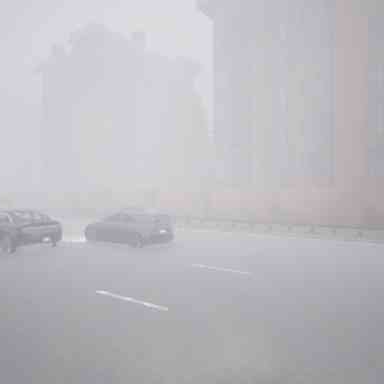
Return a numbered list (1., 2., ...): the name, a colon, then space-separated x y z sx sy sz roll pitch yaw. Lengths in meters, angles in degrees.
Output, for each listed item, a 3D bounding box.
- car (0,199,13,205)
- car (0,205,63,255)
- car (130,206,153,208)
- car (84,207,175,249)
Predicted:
1. car: -17.560 1.354 29.404 4.553 1.767 2.097 0 0 36
2. car: -7.231 1.491 13.445 4.902 1.511 2.128 0 0 35
3. car: -3.230 1.526 19.190 4.674 1.442 1.812 0 0 35
4. car: -2.796 1.564 14.581 4.181 1.385 1.994 0 0 35
